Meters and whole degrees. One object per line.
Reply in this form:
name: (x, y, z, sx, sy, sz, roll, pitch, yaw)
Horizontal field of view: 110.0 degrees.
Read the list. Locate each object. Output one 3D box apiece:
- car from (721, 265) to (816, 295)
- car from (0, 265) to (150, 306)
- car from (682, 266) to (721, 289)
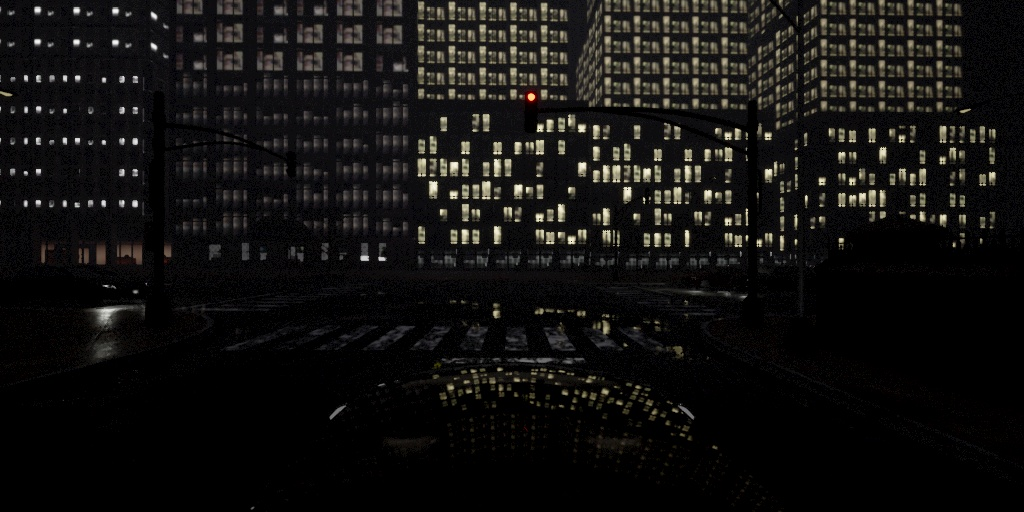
car: (15.339, 1.311, 21.071, 4.553, 1.767, 2.097, 1, 0, -1)
car: (-16.903, 1.073, 13.855, 4.674, 1.442, 1.812, 1, 0, -1)
car: (14.144, 1.429, 24.299, 5.008, 1.535, 1.882, 0, 0, -2)
